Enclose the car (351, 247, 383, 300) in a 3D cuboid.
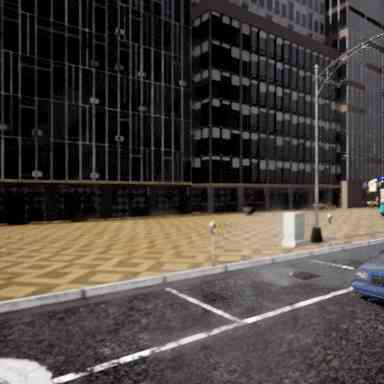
[{"bbox_3d":[5.810,1.547,7.508,5.357,1.411,2.033,0,0,-35],"label":"car"}]
